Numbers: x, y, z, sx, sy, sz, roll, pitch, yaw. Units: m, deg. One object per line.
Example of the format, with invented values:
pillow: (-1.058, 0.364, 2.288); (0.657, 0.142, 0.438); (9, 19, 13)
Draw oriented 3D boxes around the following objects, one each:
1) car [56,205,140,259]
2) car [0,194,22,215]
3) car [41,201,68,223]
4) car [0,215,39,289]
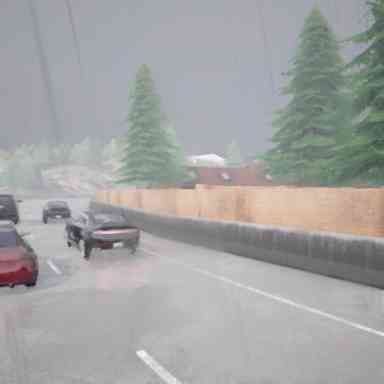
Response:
car: (-3.537, 1.466, 12.604); (2.128, 1.511, 4.902); (1, 0, -30)
car: (-12.819, 1.117, 22.376); (2.150, 2.045, 5.566); (1, 0, -25)
car: (-10.178, 1.428, 25.010); (1.837, 1.490, 4.892); (1, 0, -25)
car: (-5.205, 1.520, 8.563); (1.994, 1.385, 4.181); (1, 0, -31)
